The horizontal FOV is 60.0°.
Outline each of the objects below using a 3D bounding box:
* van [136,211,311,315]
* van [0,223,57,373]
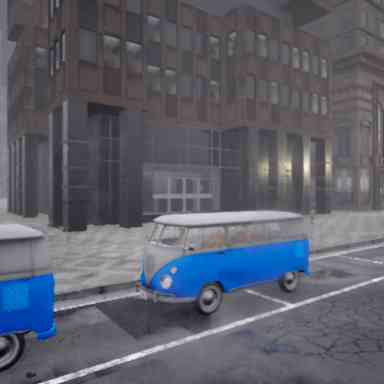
[{"bbox_3d":[0.831,1.331,7.240,3.998,1.788,1.690,0,0,-35],"label":"van"},{"bbox_3d":[-3.744,1.343,3.977,3.998,1.788,1.690,0,0,-35],"label":"van"}]
